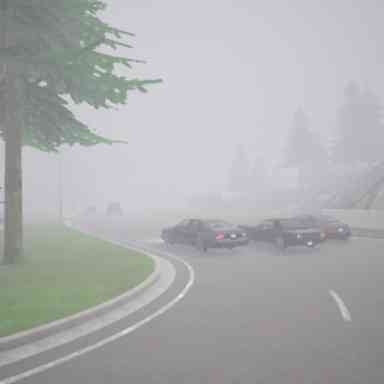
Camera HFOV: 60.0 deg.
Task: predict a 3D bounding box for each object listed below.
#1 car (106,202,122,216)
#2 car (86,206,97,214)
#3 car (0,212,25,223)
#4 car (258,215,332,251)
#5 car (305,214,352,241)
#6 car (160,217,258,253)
[{"bbox_3d":[-12.734,2.738,54.433,2.150,2.045,5.566,-1,-2,-17],"label":"car"},{"bbox_3d":[-19.298,3.347,63.898,2.128,1.511,4.902,-1,-2,-17],"label":"car"},{"bbox_3d":[-19.444,2.744,35.784,2.033,1.411,5.357,-1,-1,-14],"label":"car"},{"bbox_3d":[4.026,1.916,15.906,1.895,1.301,4.718,0,-2,-24],"label":"car"},{"bbox_3d":[6.464,1.889,18.132,1.994,1.385,4.181,0,-2,-25],"label":"car"},{"bbox_3d":[0.391,1.924,15.814,2.033,1.411,5.357,0,-2,-31],"label":"car"}]
